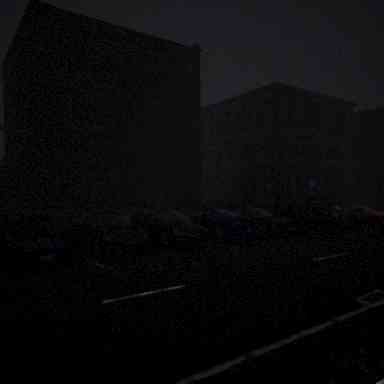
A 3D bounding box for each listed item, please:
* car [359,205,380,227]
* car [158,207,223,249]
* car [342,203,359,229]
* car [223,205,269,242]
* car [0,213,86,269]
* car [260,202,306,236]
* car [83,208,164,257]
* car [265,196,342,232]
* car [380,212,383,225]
[{"bbox_3d":[9.943,1.603,22.990,2.002,1.452,4.674,0,0,-36],"label":"car"},{"bbox_3d":[-1.198,1.498,14.882,2.231,1.521,4.892,0,0,-36],"label":"car"},{"bbox_3d":[7.737,1.417,21.340,2.185,1.767,4.553,0,0,-36],"label":"car"},{"bbox_3d":[1.037,1.503,16.496,2.097,1.535,5.008,0,0,-36],"label":"car"},{"bbox_3d":[-5.633,1.526,11.609,2.163,1.488,4.792,0,0,-36],"label":"car"},{"bbox_3d":[3.259,1.512,18.126,2.097,1.535,5.008,0,0,-36],"label":"car"},{"bbox_3d":[-3.427,1.496,13.261,2.231,1.521,4.892,0,0,-36],"label":"car"},{"bbox_3d":[5.474,1.274,19.768,2.435,2.045,5.566,0,0,-36],"label":"car"},{"bbox_3d":[12.284,1.584,24.460,1.946,1.575,5.366,1,0,-36],"label":"car"}]
